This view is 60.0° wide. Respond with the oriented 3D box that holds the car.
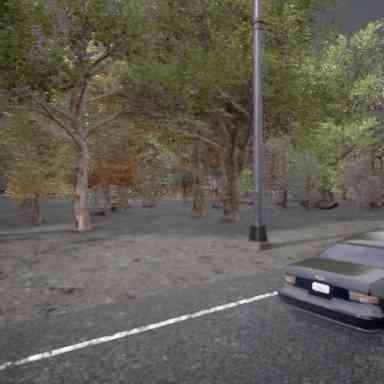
[{"bbox_3d":[4.044,1.528,6.634,5.357,1.411,2.033,0,0,-35],"label":"car"}]
